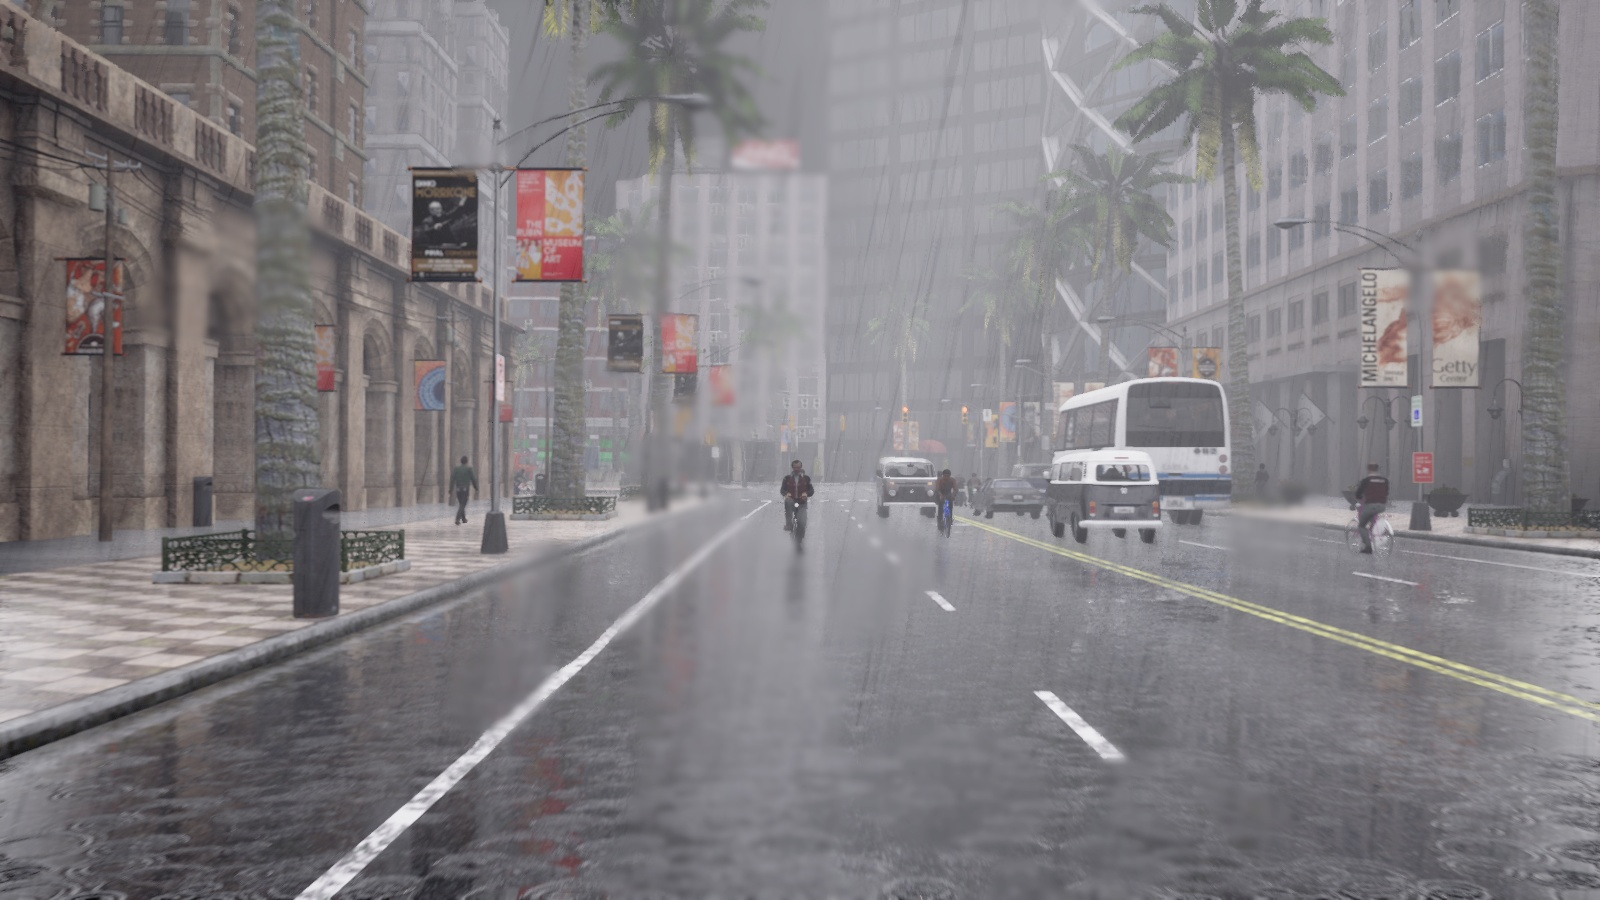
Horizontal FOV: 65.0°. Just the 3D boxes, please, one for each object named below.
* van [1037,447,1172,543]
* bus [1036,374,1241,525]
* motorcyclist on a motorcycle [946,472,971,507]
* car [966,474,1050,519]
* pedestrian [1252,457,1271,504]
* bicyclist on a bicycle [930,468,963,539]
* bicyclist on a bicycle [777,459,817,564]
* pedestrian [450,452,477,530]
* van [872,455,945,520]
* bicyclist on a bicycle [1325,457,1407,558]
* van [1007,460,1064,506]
[{"bbox_3d":[6.951,0.999,29.173,2.069,2.038,4.480,0,-1,0],"label":"van"},{"bbox_3d":[10.561,0.077,40.718,3.944,4.253,10.273,0,-1,1],"label":"bus"},{"bbox_3d":[7.211,1.776,57.073,0.866,1.530,2.191,0,-1,0],"label":"motorcyclist on a motorcycle"},{"bbox_3d":[7.091,1.558,43.275,2.033,1.411,5.357,0,-1,1],"label":"car"},{"bbox_3d":[18.922,1.258,51.490,0.402,1.930,0.666,0,-1,-13],"label":"pedestrian"},{"bbox_3d":[3.456,1.251,29.701,0.582,1.620,1.656,0,-1,0],"label":"bicyclist on a bicycle"},{"bbox_3d":[-0.052,1.058,22.231,0.659,1.776,1.843,0,-1,0],"label":"bicyclist on a bicycle"},{"bbox_3d":[-8.567,1.041,31.967,0.423,1.949,0.788,0,-1,4],"label":"pedestrian"},{"bbox_3d":[3.580,1.230,42.210,2.069,2.038,4.480,0,-1,0],"label":"van"},{"bbox_3d":[10.444,1.032,23.232,0.659,1.776,1.843,0,-1,0],"label":"bicyclist on a bicycle"},{"bbox_3d":[10.708,1.485,57.355,1.775,1.987,4.442,0,-1,1],"label":"van"}]
